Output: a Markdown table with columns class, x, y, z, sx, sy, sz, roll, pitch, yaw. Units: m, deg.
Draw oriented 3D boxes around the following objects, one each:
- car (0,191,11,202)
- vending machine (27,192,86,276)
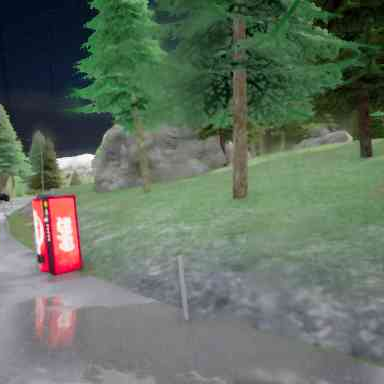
| class | x | y | z | sx | sy | sz | roll | pitch | yaw |
| --- | --- | --- | --- | --- | --- | --- | --- | --- | --- |
| car | -22.064 | 0.537 | 37.133 | 1.812 | 1.442 | 4.674 | -3 | 3 | -5 |
| vending machine | -3.778 | 1.120 | 9.296 | 1.100 | 2.100 | 0.880 | -6 | 1 | -44 |
